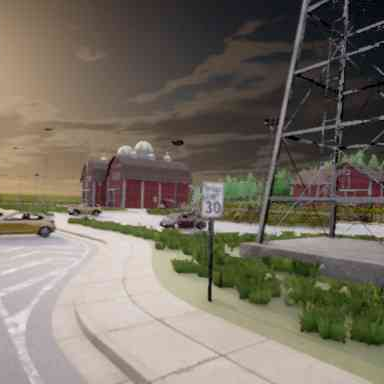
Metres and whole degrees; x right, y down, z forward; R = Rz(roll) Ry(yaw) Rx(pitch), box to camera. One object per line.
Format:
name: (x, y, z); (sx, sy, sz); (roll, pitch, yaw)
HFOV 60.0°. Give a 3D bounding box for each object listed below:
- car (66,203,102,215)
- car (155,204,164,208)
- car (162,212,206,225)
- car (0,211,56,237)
car: (-14.707, 2.384, 45.569); (4.605, 1.855, 1.932); (3, -2, -38)
car: (-7.724, 3.713, 80.155); (2.097, 1.767, 4.553); (2, -2, -11)
car: (-0.740, 2.404, 27.953); (3.905, 1.438, 1.784); (3, -2, -38)
car: (-10.141, 1.859, 19.107); (4.193, 1.474, 1.816); (3, -2, -38)
